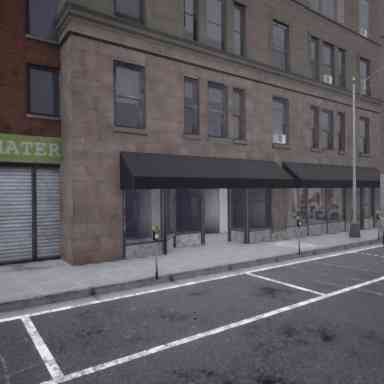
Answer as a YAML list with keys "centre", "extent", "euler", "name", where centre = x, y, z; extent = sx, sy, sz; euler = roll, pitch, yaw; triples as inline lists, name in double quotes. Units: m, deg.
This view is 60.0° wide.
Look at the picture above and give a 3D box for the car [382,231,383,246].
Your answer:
- centre: [9.266, 1.540, 13.186]
  extent: [4.507, 1.381, 1.887]
  euler: [0, -1, -36]
  name: "car"
